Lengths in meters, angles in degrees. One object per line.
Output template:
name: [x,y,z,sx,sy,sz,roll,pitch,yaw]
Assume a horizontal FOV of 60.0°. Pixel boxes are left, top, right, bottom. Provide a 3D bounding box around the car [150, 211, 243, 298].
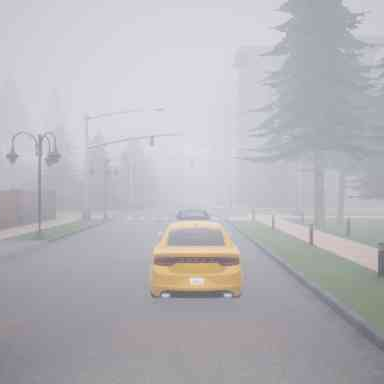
car: [0.084,1.478,8.553,1.882,1.535,5.008,0,0,0]
